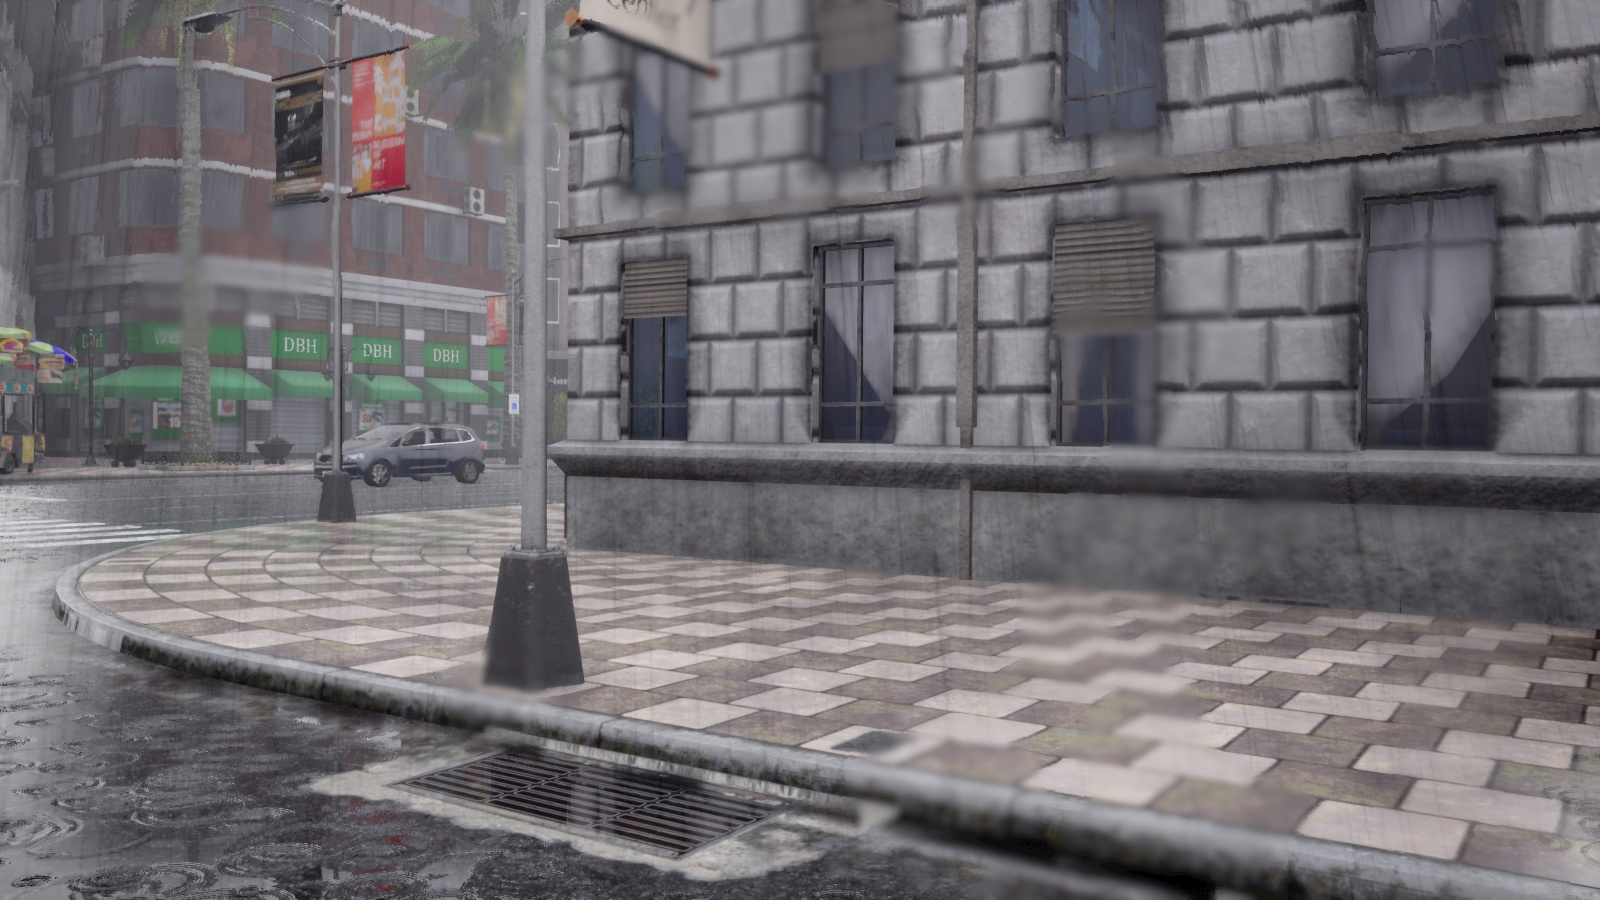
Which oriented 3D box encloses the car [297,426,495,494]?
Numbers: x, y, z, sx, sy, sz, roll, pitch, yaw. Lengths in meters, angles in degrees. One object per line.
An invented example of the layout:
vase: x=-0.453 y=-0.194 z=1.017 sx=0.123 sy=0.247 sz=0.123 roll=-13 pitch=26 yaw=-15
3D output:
car: x=-10.698 y=0.212 z=33.568 sx=2.242 sy=1.667 sz=4.611 roll=0 pitch=1 yaw=34
